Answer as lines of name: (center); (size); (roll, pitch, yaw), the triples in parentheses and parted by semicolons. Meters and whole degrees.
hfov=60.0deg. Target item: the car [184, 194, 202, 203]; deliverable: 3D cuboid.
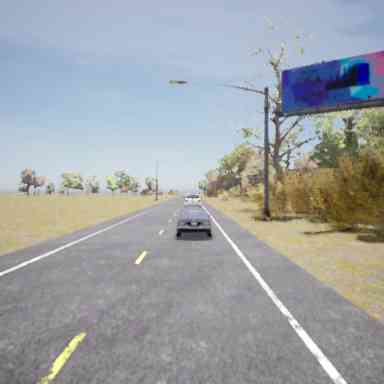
car: (0.118, 1.260, 43.055); (2.150, 2.045, 5.566); (0, 0, 0)

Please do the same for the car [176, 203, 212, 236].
car: (0.104, 1.564, 18.401); (2.033, 1.411, 5.357); (0, 0, 0)
